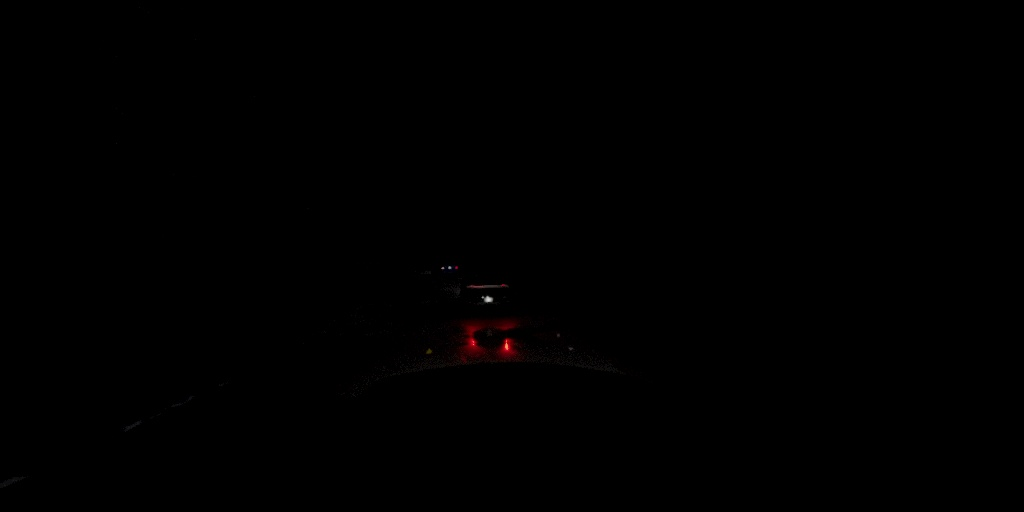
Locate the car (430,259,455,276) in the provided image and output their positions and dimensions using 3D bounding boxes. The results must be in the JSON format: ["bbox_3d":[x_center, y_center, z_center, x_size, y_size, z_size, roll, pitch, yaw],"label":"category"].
[{"bbox_3d":[-6.280,1.017,33.075,2.033,1.411,5.357,-1,2,-22],"label":"car"}]

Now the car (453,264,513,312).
[{"bbox_3d":[-1.113,1.212,14.223,2.128,1.511,4.902,-1,0,-8],"label":"car"}]
